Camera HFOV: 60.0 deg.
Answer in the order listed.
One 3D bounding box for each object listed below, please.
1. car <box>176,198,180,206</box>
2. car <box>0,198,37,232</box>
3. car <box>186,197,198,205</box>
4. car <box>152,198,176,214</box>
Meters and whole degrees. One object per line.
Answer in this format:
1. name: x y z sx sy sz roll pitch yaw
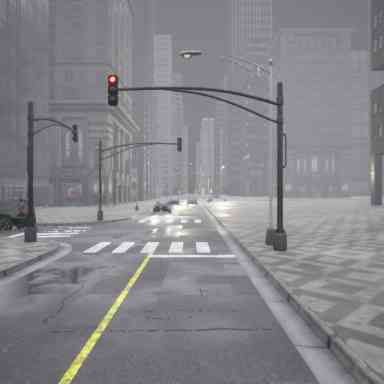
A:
1. car: -3.043 1.610 54.914 1.895 1.301 4.718 0 0 0
2. car: -12.681 1.393 20.785 5.566 2.045 2.150 -1 1 1
3. car: 0.026 1.559 57.639 2.033 1.411 5.357 0 0 0
4. car: -3.082 1.601 35.340 1.895 1.301 4.718 0 0 0
